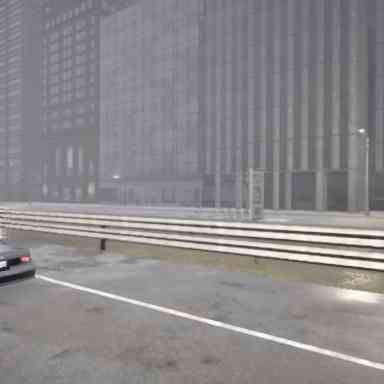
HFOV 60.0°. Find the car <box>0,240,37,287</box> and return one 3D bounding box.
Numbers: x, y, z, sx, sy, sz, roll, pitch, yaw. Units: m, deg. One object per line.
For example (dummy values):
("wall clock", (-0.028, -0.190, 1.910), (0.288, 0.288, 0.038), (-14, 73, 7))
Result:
("car", (-6.244, 1.596, 8.240), (5.357, 1.411, 2.033), (0, 0, 29))
